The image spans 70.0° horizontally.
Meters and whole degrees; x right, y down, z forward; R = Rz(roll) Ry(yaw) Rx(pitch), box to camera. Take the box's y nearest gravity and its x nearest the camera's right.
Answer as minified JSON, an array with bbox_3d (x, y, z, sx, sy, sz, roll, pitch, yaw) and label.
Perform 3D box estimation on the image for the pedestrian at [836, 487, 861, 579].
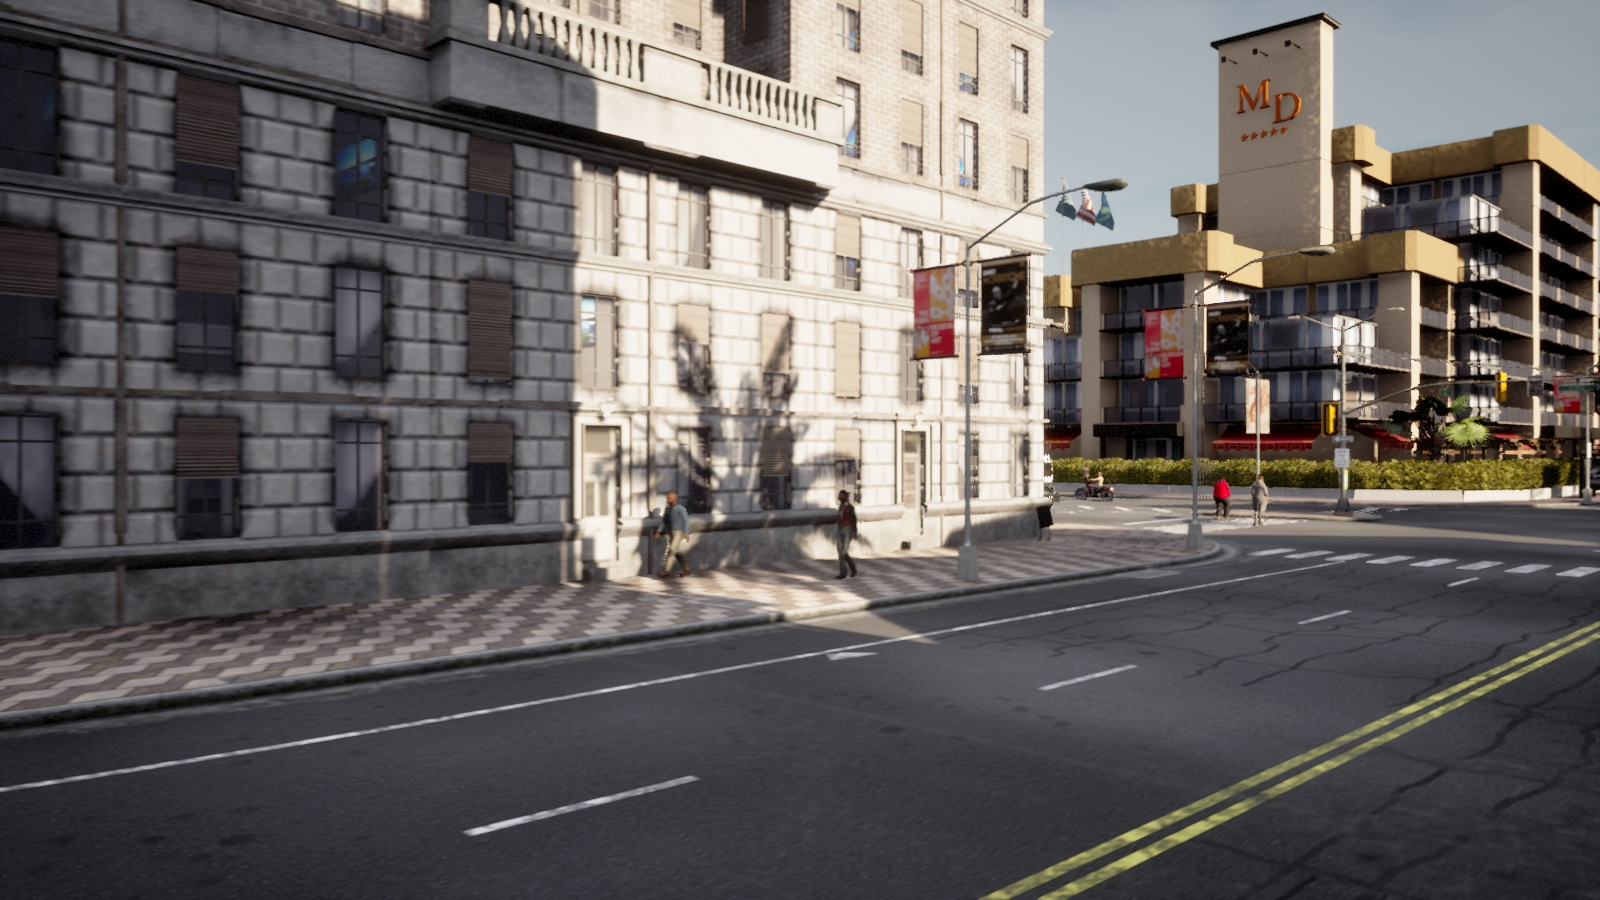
[{"bbox_3d":[0.997,1.702,23.513,0.375,1.860,0.375,0,0,-43],"label":"pedestrian"}]

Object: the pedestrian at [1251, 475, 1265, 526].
[{"bbox_3d":[16.947,1.857,42.259,0.375,1.860,0.375,0,0,-45],"label":"pedestrian"}]

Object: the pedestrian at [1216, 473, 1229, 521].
[{"bbox_3d":[16.790,1.858,45.421,0.375,1.860,0.375,0,0,45],"label":"pedestrian"}]

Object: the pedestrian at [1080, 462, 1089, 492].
[{"bbox_3d":[17.787,1.712,71.469,0.375,1.860,0.375,0,0,42],"label":"pedestrian"}]

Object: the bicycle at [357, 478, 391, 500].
[{"bbox_3d":[-24.421,2.233,65.576,1.835,1.171,0.329,0,0,-43],"label":"bicycle"}]

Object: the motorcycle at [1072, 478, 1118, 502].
[{"bbox_3d":[16.179,2.184,62.710,0.764,1.277,2.356,0,0,-43],"label":"motorcycle"}]

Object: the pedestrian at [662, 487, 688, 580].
[{"bbox_3d":[-2.565,1.703,23.422,0.375,1.860,0.375,0,0,42],"label":"pedestrian"}]
